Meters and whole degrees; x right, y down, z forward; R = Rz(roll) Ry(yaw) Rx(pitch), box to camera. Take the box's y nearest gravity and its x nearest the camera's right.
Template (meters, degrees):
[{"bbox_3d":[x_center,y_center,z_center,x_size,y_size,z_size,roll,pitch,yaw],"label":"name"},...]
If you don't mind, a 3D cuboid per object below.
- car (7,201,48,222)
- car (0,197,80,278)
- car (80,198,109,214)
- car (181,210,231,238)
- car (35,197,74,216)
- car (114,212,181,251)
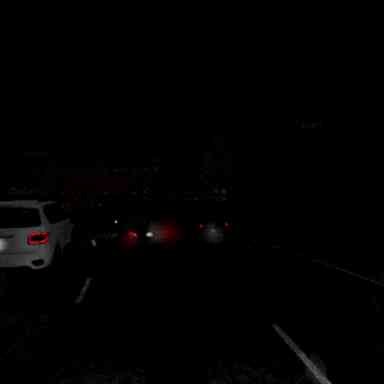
[{"bbox_3d":[-14.165,1.585,28.446,2.033,1.411,5.357,0,0,-39],"label":"car"},{"bbox_3d":[-4.946,1.237,10.118,2.150,2.045,5.566,0,0,-13],"label":"car"},{"bbox_3d":[-10.697,1.374,35.302,2.097,1.767,4.553,0,0,-42],"label":"car"},{"bbox_3d":[0.249,1.592,17.724,1.895,1.301,4.718,0,0,-20],"label":"car"},{"bbox_3d":[-13.990,1.387,33.710,2.097,1.767,4.553,0,0,-43],"label":"car"},{"bbox_3d":[-2.207,1.549,14.144,2.033,1.411,5.357,0,0,-17],"label":"car"}]
